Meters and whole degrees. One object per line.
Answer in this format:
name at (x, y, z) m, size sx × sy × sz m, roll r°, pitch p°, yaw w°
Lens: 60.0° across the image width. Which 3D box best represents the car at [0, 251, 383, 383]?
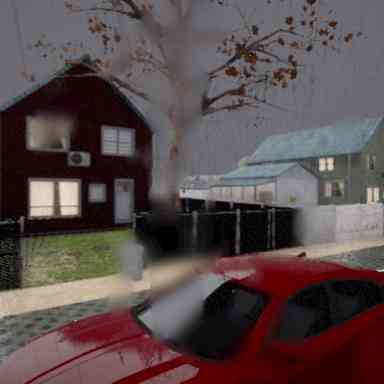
car at (0.668, 1.486, 3.541) m, size 5.008 × 1.535 × 1.882 m, roll 0°, pitch 0°, yaw -35°
